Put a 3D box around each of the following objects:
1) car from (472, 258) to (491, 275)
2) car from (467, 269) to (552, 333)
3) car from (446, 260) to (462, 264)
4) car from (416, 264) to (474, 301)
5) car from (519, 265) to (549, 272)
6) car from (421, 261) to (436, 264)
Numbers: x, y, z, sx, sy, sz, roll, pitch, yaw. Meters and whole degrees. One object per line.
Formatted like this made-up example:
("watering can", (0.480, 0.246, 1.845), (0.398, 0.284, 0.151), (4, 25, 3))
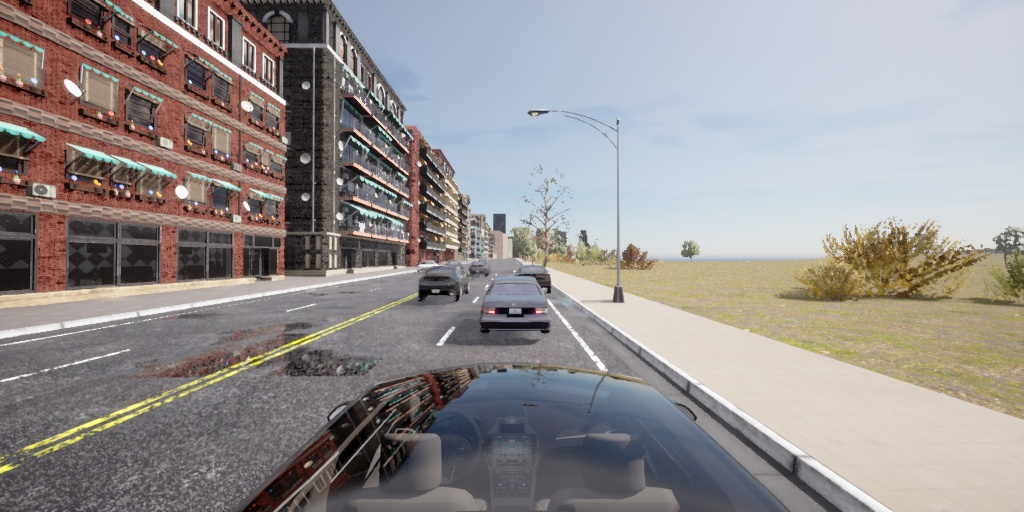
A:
("car", (-3.195, 1.243, 35.906), (2.128, 1.511, 4.902), (0, 0, 0))
("car", (0.091, 1.299, 10.673), (2.033, 1.411, 5.357), (0, 0, 0))
("car", (-6.652, 1.243, 40.632), (2.128, 1.511, 4.902), (0, 0, 0))
("car", (-3.171, 1.253, 17.322), (1.837, 1.490, 4.892), (0, -1, 0))
("car", (1.113, 1.230, 20.437), (1.882, 1.535, 5.008), (0, 0, 0))
("car", (-9.890, 1.277, 42.436), (1.812, 1.442, 4.674), (0, 0, 0))
